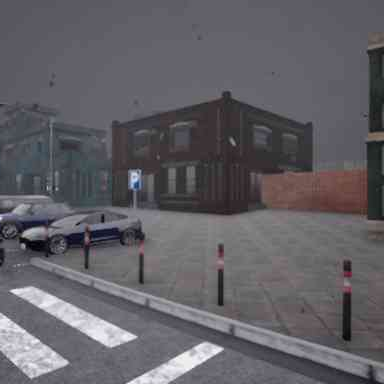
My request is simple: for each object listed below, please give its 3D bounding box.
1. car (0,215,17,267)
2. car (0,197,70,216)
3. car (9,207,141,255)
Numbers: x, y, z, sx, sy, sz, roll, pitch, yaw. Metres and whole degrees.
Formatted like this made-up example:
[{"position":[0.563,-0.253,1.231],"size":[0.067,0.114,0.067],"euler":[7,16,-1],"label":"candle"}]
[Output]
[{"position":[-7.272,1.464,10.015],"size":[4.892,1.490,1.837],"euler":[1,0,42],"label":"car"},{"position":[-8.176,1.311,17.111],"size":[2.185,1.767,4.553],"euler":[1,0,43],"label":"car"},{"position":[-4.254,1.497,13.349],"size":[2.163,1.488,4.792],"euler":[0,0,43],"label":"car"}]
